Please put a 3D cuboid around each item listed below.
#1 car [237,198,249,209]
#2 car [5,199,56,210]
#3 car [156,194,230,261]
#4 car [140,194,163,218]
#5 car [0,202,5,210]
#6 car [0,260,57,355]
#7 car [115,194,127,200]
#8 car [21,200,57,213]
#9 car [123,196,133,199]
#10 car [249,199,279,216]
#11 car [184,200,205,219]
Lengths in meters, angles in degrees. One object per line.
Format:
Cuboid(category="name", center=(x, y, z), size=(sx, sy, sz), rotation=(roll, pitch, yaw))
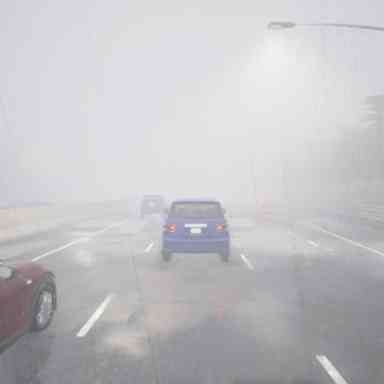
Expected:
Cuboid(category="car", center=(7.281, 1.558, 45.727), size=(1.812, 1.442, 4.674), rotation=(0, 0, 1))
Cuboid(category="car", center=(-13.986, 1.495, 29.664), size=(2.128, 1.511, 4.902), rotation=(0, 0, 0))
Cuboid(category="car", center=(0.123, 1.216, 12.341), size=(2.150, 2.045, 5.566), rotation=(0, 0, 0))
Cuboid(category="car", center=(-3.291, 1.226, 30.093), size=(2.150, 2.045, 5.566), rotation=(0, 0, 0))
Cuboid(category="car", center=(-20.909, 1.566, 39.038), size=(2.033, 1.411, 5.357), rotation=(0, 0, 1))
Cuboid(category="car", center=(-3.394, 1.350, 3.954), size=(2.097, 1.767, 4.553), rotation=(0, 0, 0))
Cuboid(category="car", center=(-16.827, 1.260, 78.831), size=(1.994, 1.385, 4.181), rotation=(0, 0, 1))
Cuboid(category="car", center=(-17.421, 1.617, 38.065), size=(1.895, 1.301, 4.718), rotation=(0, 0, 1))
Cuboid(category="car", center=(-13.460, 1.594, 70.272), size=(2.128, 1.511, 4.902), rotation=(0, 0, 1))
Cuboid(category="car", center=(7.047, 1.486, 32.277), size=(1.882, 1.535, 5.008), rotation=(0, 0, 2))
Cuboid(category="car", center=(0.214, 1.510, 30.682), size=(1.837, 1.490, 4.892), rotation=(0, 0, 0))
